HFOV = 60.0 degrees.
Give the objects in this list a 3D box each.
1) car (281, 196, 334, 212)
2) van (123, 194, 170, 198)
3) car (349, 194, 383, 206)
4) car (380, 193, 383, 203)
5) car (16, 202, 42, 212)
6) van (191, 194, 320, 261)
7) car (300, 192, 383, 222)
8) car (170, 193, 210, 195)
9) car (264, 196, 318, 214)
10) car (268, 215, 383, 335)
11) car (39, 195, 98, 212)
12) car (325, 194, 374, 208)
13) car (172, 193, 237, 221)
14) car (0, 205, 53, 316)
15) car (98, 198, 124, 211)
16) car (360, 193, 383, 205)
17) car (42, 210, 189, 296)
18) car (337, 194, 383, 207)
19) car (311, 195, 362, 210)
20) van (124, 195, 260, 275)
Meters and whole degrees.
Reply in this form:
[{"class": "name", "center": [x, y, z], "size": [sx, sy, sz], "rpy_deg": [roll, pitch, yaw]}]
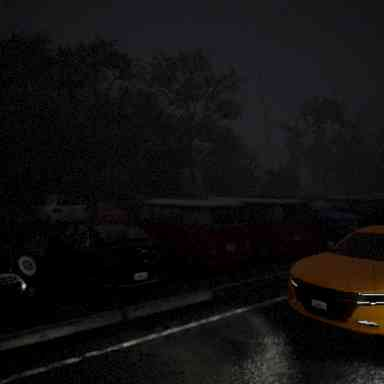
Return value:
[{"class": "car", "center": [12.140, 1.195, 35.294], "size": [2.231, 1.521, 4.892], "rpy_deg": [-1, 1, -36]}, {"class": "van", "center": [-3.745, 1.179, 24.089], "size": [1.878, 1.987, 4.442], "rpy_deg": [0, 0, -36]}, {"class": "car", "center": [23.408, 1.015, 43.392], "size": [2.163, 1.488, 4.792], "rpy_deg": [-1, 1, -36]}, {"class": "car", "center": [30.215, 0.890, 48.187], "size": [2.163, 1.488, 4.792], "rpy_deg": [-1, 1, -36]}, {"class": "car", "center": [-10.432, 1.494, 19.130], "size": [2.163, 1.488, 4.792], "rpy_deg": [-1, 0, -36]}, {"class": "van", "center": [2.040, 1.194, 12.147], "size": [1.878, 1.987, 4.442], "rpy_deg": [-1, 0, -36]}, {"class": "car", "center": [4.405, 1.149, 13.659], "size": [2.435, 2.045, 5.566], "rpy_deg": [0, 0, -36]}, {"class": "car", "center": [-1.435, 1.134, 25.632], "size": [2.435, 2.045, 5.566], "rpy_deg": [-1, 0, -36]}, {"class": "car", "center": [9.880, 1.233, 33.679], "size": [2.097, 1.535, 5.008], "rpy_deg": [-1, 1, -36]}, {"class": "car", "center": [3.967, 1.418, 6.511], "size": [5.008, 1.535, 1.882], "rpy_deg": [-1, 0, -35]}, {"class": "car", "center": [-8.209, 1.193, 20.790], "size": [2.435, 2.045, 5.566], "rpy_deg": [0, 0, -36]}, {"class": "car", "center": [18.906, 1.069, 40.145], "size": [2.097, 1.535, 5.008], "rpy_deg": [-1, 1, -36]}, {"class": "car", "center": [0.857, 1.109, 27.200], "size": [2.435, 2.045, 5.566], "rpy_deg": [-1, 0, -36]}, {"class": "car", "center": [-4.751, 1.354, 7.187], "size": [2.185, 1.767, 4.553], "rpy_deg": [0, 0, -36]}, {"class": "car", "center": [-6.041, 1.422, 22.533], "size": [1.946, 1.575, 5.366], "rpy_deg": [0, 0, -36]}, {"class": "car", "center": [25.790, 0.941, 44.831], "size": [1.946, 1.575, 5.366], "rpy_deg": [-1, 1, -36]}, {"class": "car", "center": [-2.448, 1.461, 8.787], "size": [2.231, 1.521, 4.892], "rpy_deg": [-1, 0, -36]}, {"class": "car", "center": [21.164, 1.028, 41.760], "size": [2.231, 1.521, 4.892], "rpy_deg": [-1, 1, -36]}, {"class": "car", "center": [16.648, 1.110, 38.530], "size": [2.097, 1.535, 5.008], "rpy_deg": [-1, 1, -36]}, {"class": "van", "center": [-0.240, 1.214, 10.516], "size": [1.878, 1.987, 4.442], "rpy_deg": [-1, 0, -36]}]
